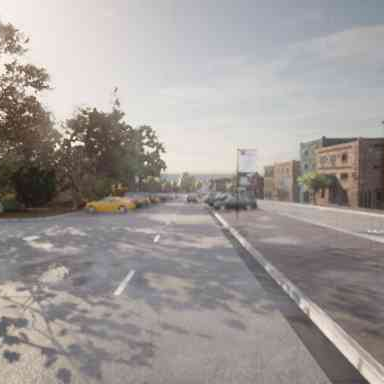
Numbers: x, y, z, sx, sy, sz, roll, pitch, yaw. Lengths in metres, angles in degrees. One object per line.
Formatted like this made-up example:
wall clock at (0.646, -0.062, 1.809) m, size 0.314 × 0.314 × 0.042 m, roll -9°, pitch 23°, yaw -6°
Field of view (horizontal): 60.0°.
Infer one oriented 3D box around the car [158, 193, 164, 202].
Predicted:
car at (-8.176, 1.320, 58.937) m, size 5.366 × 1.575 × 1.946 m, roll 0°, pitch 0°, yaw 0°

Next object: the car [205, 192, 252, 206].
car at (4.712, 1.025, 39.443) m, size 5.566 × 2.045 × 2.435 m, roll 0°, pitch 0°, yaw 0°

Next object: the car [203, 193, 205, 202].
car at (4.707, 1.032, 47.853) m, size 5.566 × 2.045 × 2.435 m, roll 0°, pitch 0°, yaw 0°

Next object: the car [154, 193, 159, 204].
car at (-8.354, 1.352, 56.151) m, size 4.674 × 1.452 × 2.002 m, roll 0°, pitch 0°, yaw 0°

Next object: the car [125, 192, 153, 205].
car at (-8.313, 1.158, 47.800) m, size 4.553 × 1.767 × 2.185 m, roll 0°, pitch 0°, yaw 0°

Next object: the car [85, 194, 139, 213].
car at (-8.333, 1.288, 33.876) m, size 5.008 × 1.535 × 2.097 m, roll 0°, pitch 0°, yaw 0°

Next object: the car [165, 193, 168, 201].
car at (-8.358, 1.116, 70.077) m, size 5.566 × 2.045 × 2.435 m, roll 0°, pitch 0°, yaw 0°

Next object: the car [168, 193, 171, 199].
car at (-8.375, 1.164, 78.433) m, size 5.566 × 2.045 × 2.435 m, roll 0°, pitch 0°, yaw 0°

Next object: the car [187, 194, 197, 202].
car at (-0.057, 1.228, 73.014) m, size 2.097 × 1.767 × 4.553 m, roll 0°, pitch 0°, yaw 0°

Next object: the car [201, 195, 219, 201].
car at (4.685, 1.504, 87.093) m, size 4.792 × 1.488 × 2.163 m, roll 0°, pitch 0°, yaw 0°

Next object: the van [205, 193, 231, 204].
van at (4.601, 1.097, 59.064) m, size 4.442 × 1.987 × 1.878 m, roll 0°, pitch 0°, yaw 0°

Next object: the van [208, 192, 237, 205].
van at (4.844, 1.075, 53.458) m, size 4.442 × 1.987 × 1.878 m, roll 0°, pitch 0°, yaw 0°

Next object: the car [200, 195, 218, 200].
car at (4.649, 1.514, 92.700) m, size 5.008 × 1.535 × 2.097 m, roll 0°, pitch 0°, yaw 0°

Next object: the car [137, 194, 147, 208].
car at (-8.344, 1.275, 39.444) m, size 5.008 × 1.535 × 2.097 m, roll 0°, pitch 0°, yaw 0°

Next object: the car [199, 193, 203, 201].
car at (4.677, 1.092, 64.672) m, size 5.566 × 2.045 × 2.435 m, roll 0°, pitch 0°, yaw 0°

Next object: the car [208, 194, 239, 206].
car at (4.764, 1.165, 50.653) m, size 4.553 × 1.767 × 2.185 m, roll 0°, pitch 0°, yaw 0°

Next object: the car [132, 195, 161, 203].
car at (-8.362, 1.333, 61.723) m, size 5.008 × 1.535 × 2.097 m, roll 0°, pitch 0°, yaw 0°

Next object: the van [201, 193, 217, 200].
van at (4.754, 1.308, 95.505) m, size 4.442 × 1.987 × 1.878 m, roll 0°, pitch 0°, yaw 0°

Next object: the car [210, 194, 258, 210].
car at (4.747, 1.282, 36.642) m, size 4.892 × 1.521 × 2.231 m, roll 0°, pitch 0°, yaw 0°

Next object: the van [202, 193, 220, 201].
van at (4.779, 1.229, 84.292) m, size 4.442 × 1.987 × 1.878 m, roll 0°, pitch 0°, yaw 0°

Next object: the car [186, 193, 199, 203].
car at (-0.035, 1.362, 62.985) m, size 1.837 × 1.490 × 4.892 m, roll 0°, pitch 0°, yaw 0°

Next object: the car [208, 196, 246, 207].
car at (4.731, 1.278, 45.047) m, size 4.892 × 1.521 × 2.231 m, roll 0°, pitch 0°, yaw 0°
